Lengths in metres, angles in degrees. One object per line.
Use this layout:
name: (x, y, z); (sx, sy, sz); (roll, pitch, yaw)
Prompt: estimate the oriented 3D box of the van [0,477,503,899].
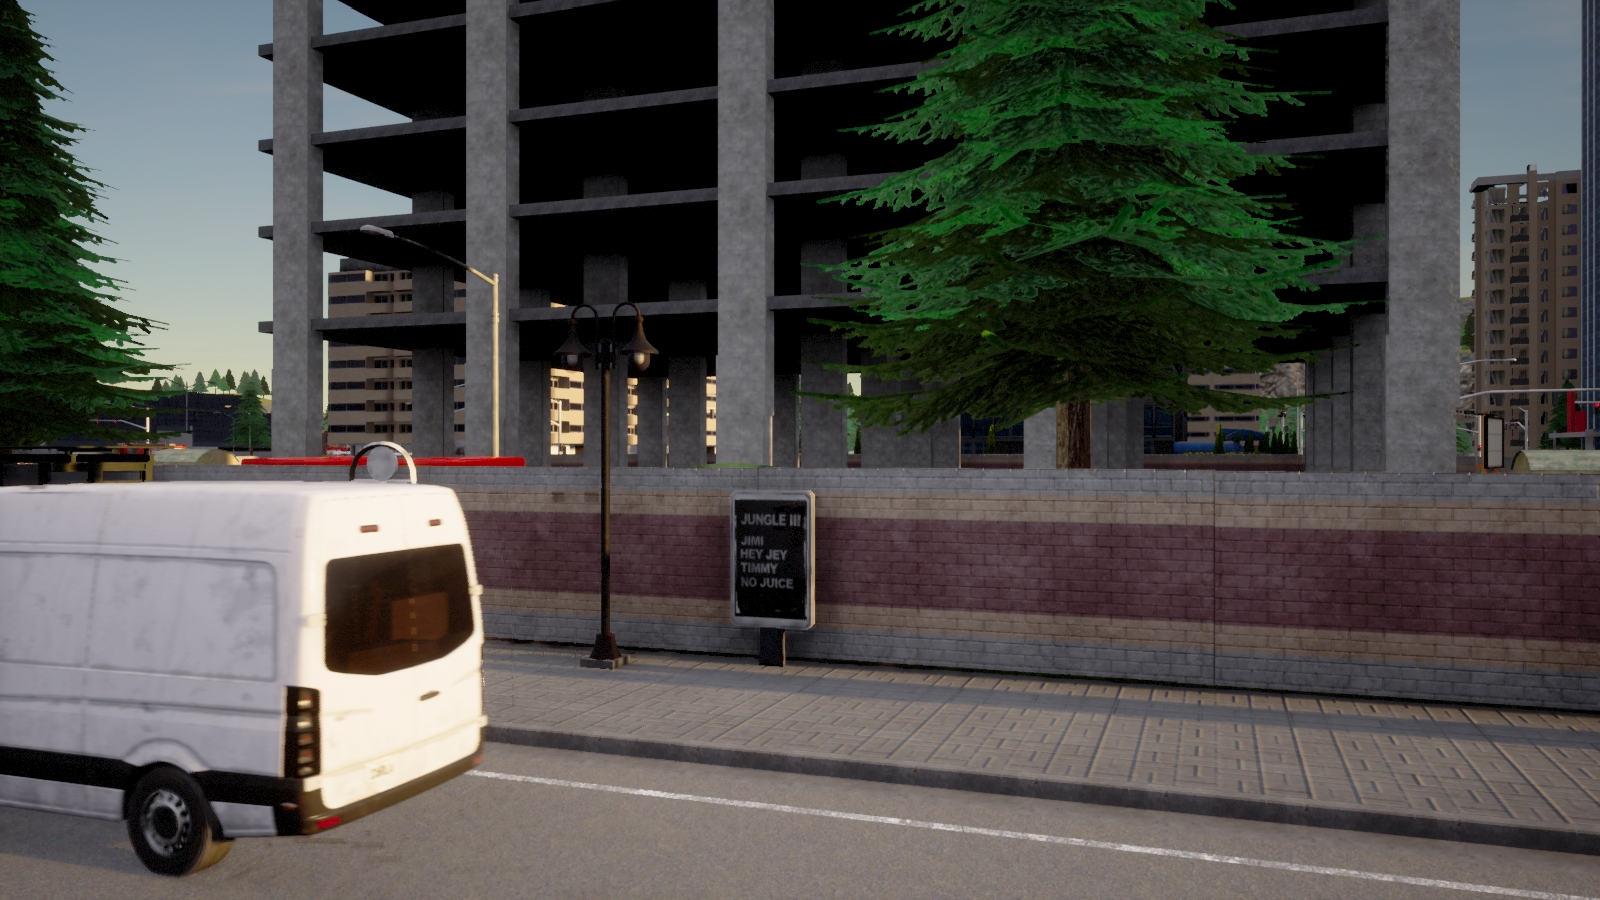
van: (-5.438, 1.535, 8.998); (5.915, 2.561, 1.988); (0, 0, 20)
